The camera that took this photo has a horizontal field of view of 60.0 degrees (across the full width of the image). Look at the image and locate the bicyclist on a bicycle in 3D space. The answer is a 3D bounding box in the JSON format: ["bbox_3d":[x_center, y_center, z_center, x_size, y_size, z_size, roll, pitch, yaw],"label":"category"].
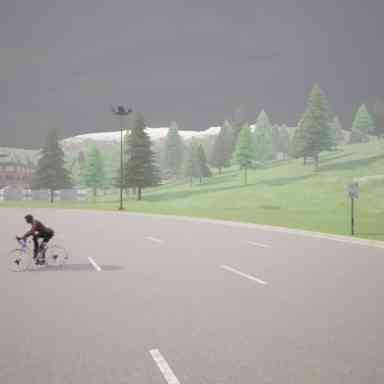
[{"bbox_3d":[-4.465,1.455,9.532,1.656,1.620,0.582,-2,1,-25],"label":"bicyclist on a bicycle"}]
